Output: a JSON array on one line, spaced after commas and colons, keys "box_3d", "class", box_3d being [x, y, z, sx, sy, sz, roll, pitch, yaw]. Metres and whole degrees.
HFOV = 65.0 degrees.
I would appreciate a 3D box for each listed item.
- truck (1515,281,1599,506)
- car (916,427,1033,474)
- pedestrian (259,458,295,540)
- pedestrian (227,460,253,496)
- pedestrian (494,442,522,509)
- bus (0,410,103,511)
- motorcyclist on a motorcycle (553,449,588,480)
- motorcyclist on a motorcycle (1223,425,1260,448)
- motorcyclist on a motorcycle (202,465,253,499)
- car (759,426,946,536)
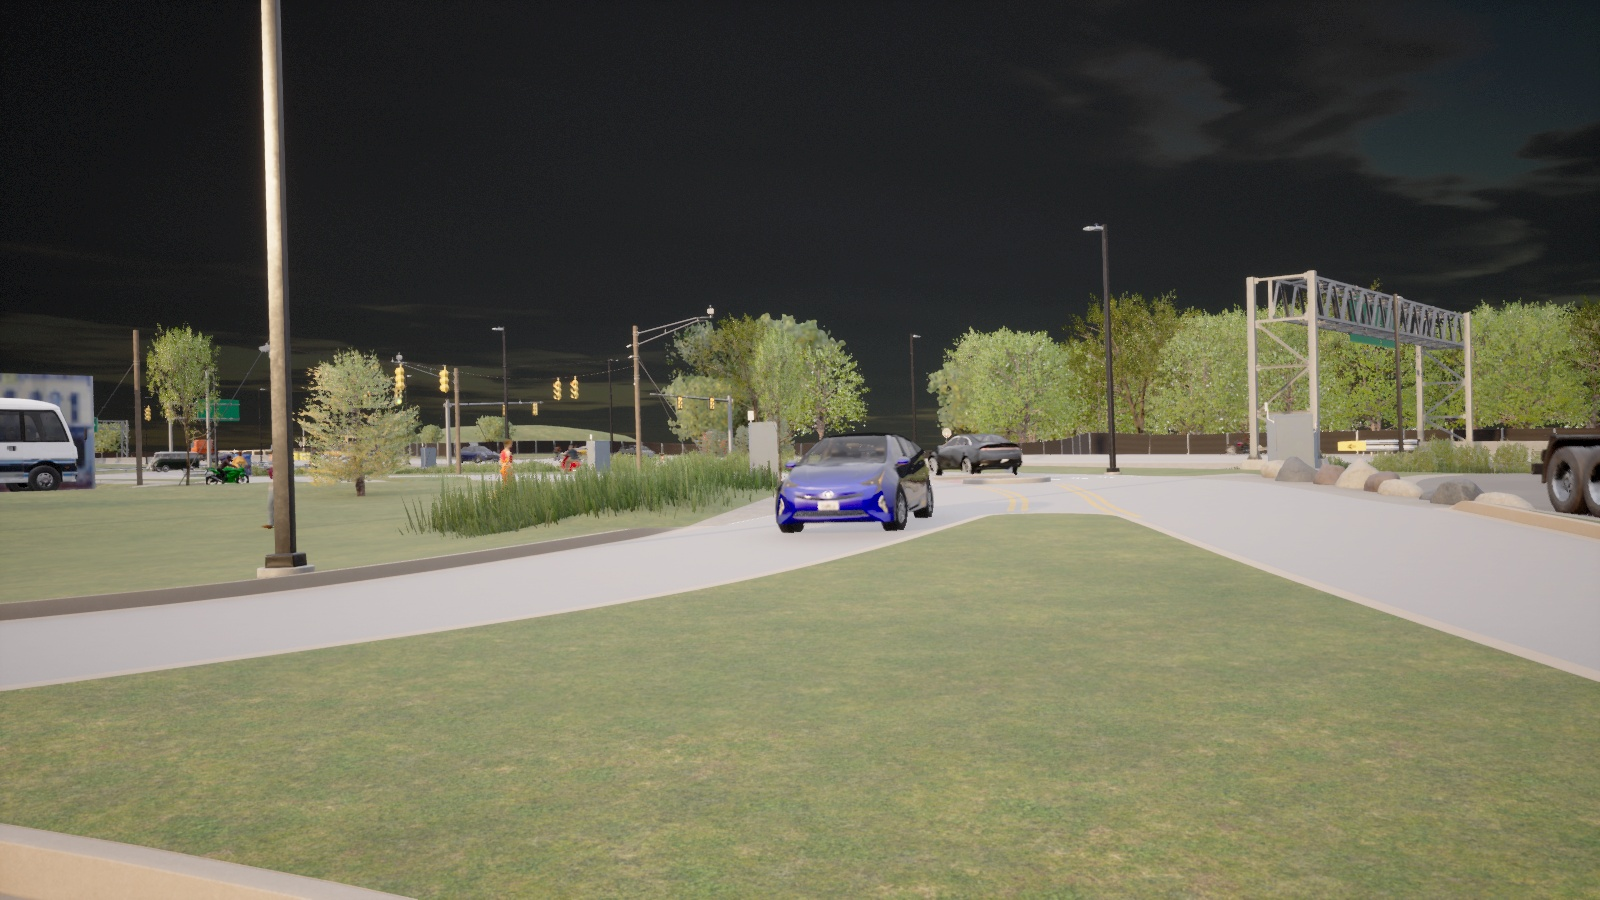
[{"box_3d": [13.618, -0.867, 17.939, 2.891, 3.462, 7.936, -1, 1, 6], "class": "truck"}, {"box_3d": [6.116, 0.037, 44.667, 2.128, 1.511, 4.902, -2, 0, -18], "class": "car"}, {"box_3d": [-12.019, 1.122, 28.867, 0.345, 1.836, 0.594, -3, -1, 38], "class": "pedestrian"}, {"box_3d": [-29.862, 1.475, 66.976, 0.900, 1.855, 0.874, -3, -1, 38], "class": "pedestrian"}, {"box_3d": [-8.155, 0.716, 35.085, 0.594, 1.836, 0.345, -2, -1, -43], "class": "pedestrian"}, {"box_3d": [-35.865, 0.543, 53.160, 3.944, 4.253, 10.273, -4, -1, 41], "class": "bus"}, {"box_3d": [-12.345, 0.769, 67.453, 1.817, 1.590, 0.866, -2, 0, 41], "class": "motorcyclist on a motorcycle"}, {"box_3d": [31.699, -0.963, 90.124, 2.350, 1.649, 0.766, -1, 0, 32], "class": "motorcyclist on a motorcycle"}, {"box_3d": [-27.923, 1.545, 61.278, 2.044, 1.523, 0.797, -4, 0, -36], "class": "motorcyclist on a motorcycle"}, {"box_3d": [1.002, 0.424, 20.591, 2.007, 1.525, 4.514, -3, 0, 16], "class": "car"}]
